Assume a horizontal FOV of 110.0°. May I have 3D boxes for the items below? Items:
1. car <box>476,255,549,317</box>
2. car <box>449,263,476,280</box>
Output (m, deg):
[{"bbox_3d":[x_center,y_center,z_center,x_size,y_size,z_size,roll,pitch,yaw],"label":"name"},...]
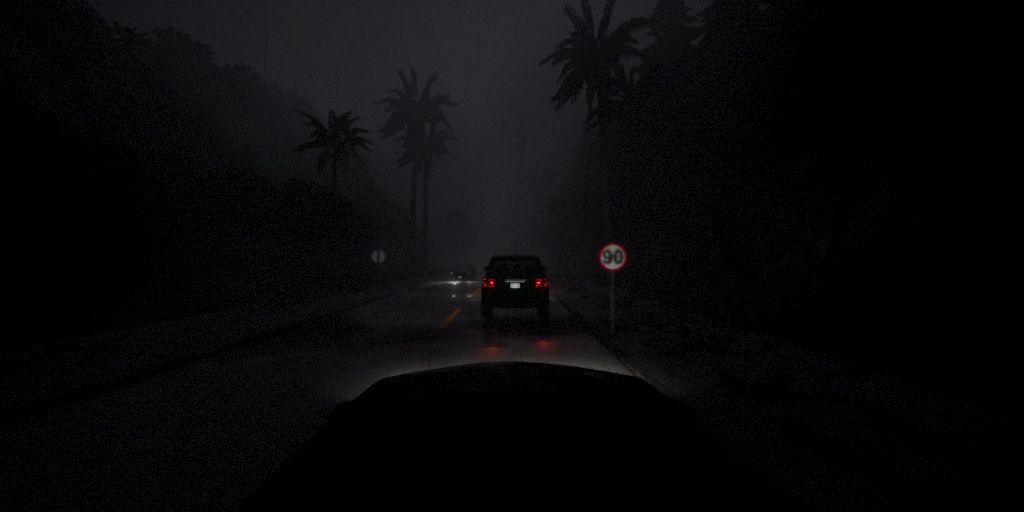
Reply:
[{"bbox_3d":[0.116,0.971,13.279,2.150,2.045,5.566,0,0,0],"label":"car"},{"bbox_3d":[-4.087,1.296,30.927,2.033,1.411,5.357,0,0,0],"label":"car"}]
